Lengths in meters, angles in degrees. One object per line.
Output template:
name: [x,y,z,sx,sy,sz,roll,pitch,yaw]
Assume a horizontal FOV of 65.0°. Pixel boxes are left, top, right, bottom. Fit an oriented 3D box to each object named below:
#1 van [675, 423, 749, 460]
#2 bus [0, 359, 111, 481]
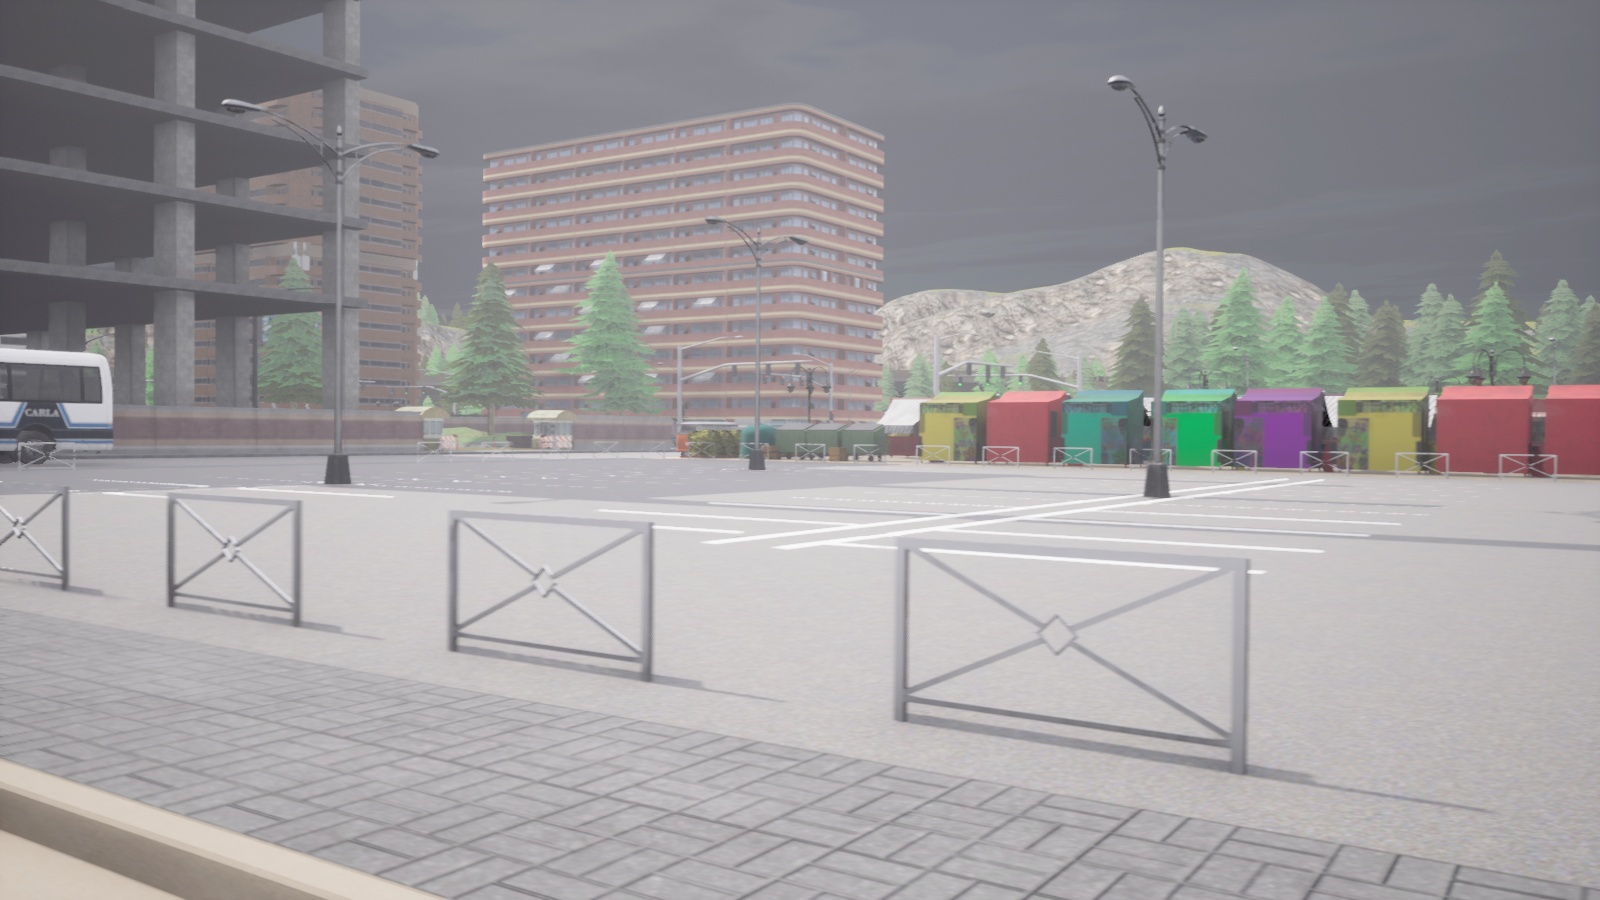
van: [-4.850,-0.481,69.872,1.775,1.987,4.442,0,1,34]
bus: [-30.353,-1.025,43.913,3.944,4.253,10.273,0,1,33]
